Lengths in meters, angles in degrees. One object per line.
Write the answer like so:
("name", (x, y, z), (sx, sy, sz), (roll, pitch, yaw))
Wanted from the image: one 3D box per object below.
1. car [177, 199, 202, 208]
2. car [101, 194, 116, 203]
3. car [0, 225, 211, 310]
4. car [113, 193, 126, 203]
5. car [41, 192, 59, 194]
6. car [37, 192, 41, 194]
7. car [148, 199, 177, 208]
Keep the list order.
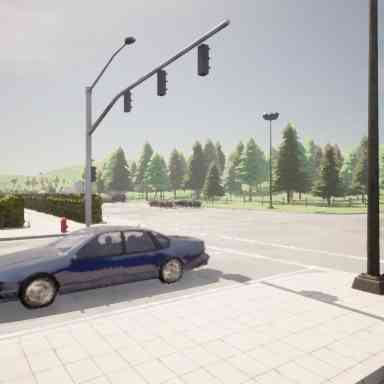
("car", (-0.659, 1.600, 48.381), (1.895, 1.301, 4.718), (0, 0, -34))
("car", (-17.533, 1.564, 66.732), (1.994, 1.385, 4.181), (0, 0, -35))
("car", (-2.076, 1.547, 8.036), (5.357, 1.411, 2.033), (0, 0, -35))
("car", (-15.868, 1.223, 70.419), (2.150, 2.045, 5.566), (0, 0, -35))
("car", (-24.127, 1.221, 57.611), (2.150, 2.045, 5.566), (0, 0, -35))
("car", (-29.798, 1.058, 65.852), (2.150, 2.045, 5.566), (0, 0, -35))
("car", (-4.526, 1.600, 47.828), (1.895, 1.301, 4.718), (0, 0, -35))
